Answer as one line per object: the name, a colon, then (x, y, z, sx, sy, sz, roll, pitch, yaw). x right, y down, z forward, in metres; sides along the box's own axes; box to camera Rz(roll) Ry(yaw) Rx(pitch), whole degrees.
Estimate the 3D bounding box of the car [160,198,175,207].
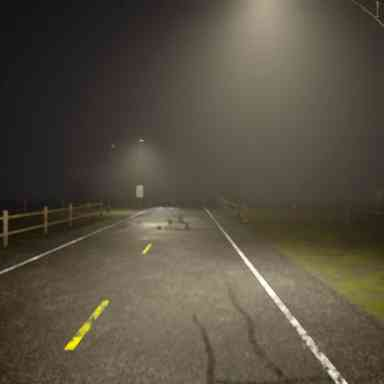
car: (-3.515, 1.471, 48.149, 1.895, 1.301, 4.718, 0, 0, 1)
